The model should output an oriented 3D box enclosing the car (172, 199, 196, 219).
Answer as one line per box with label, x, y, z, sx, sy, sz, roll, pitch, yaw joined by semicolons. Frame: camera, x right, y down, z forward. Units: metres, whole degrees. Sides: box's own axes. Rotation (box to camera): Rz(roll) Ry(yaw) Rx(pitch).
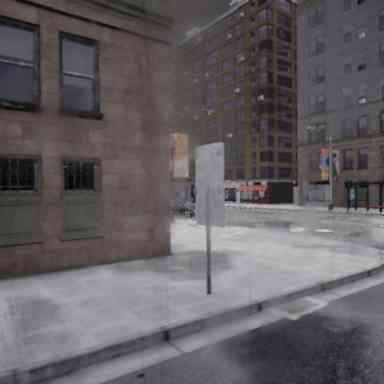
car;-0.443;1.363;27.617;1.837;1.490;4.892;-1;0;-36
